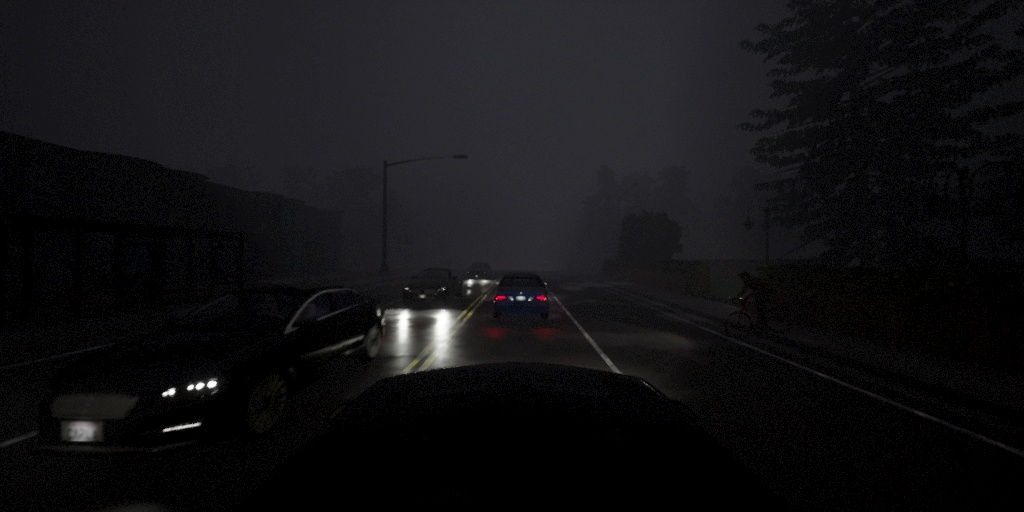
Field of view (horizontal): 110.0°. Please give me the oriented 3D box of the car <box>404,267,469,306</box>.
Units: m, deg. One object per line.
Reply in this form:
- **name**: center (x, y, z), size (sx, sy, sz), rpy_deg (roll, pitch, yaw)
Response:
- **car**: center (-3.294, 1.238, 15.787), size (1.812, 1.442, 4.674), rpy_deg (0, 0, 2)

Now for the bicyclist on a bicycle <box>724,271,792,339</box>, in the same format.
- **bicyclist on a bicycle**: center (5.959, 1.167, 8.781), size (1.656, 1.620, 0.582), rpy_deg (-9, 0, 1)

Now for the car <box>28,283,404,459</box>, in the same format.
- **car**: center (-3.550, 1.208, 5.459), size (2.128, 1.511, 4.902), rpy_deg (1, 0, 1)

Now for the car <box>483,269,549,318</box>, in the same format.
- **car**: center (0.325, 1.296, 13.097), size (2.033, 1.411, 5.357), rpy_deg (1, 0, 1)

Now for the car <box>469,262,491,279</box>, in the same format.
- **car**: center (-2.824, 1.259, 32.084), size (2.033, 1.411, 5.357), rpy_deg (1, 0, 2)
